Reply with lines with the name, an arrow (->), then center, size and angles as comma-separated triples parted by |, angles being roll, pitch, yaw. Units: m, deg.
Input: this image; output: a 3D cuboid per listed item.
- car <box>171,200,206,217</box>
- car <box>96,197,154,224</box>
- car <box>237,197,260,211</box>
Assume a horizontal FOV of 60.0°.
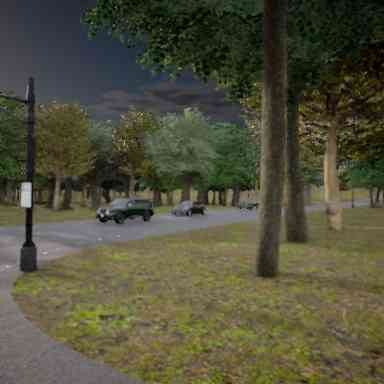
car -> -0.290, 1.713, 36.584 | 2.097, 1.767, 4.553 | 2, 1, 32
car -> -5.516, 1.515, 28.213 | 2.150, 2.045, 5.566 | 2, 1, 32
car -> 9.010, 1.786, 51.369 | 2.150, 2.045, 5.566 | 2, 0, 33
